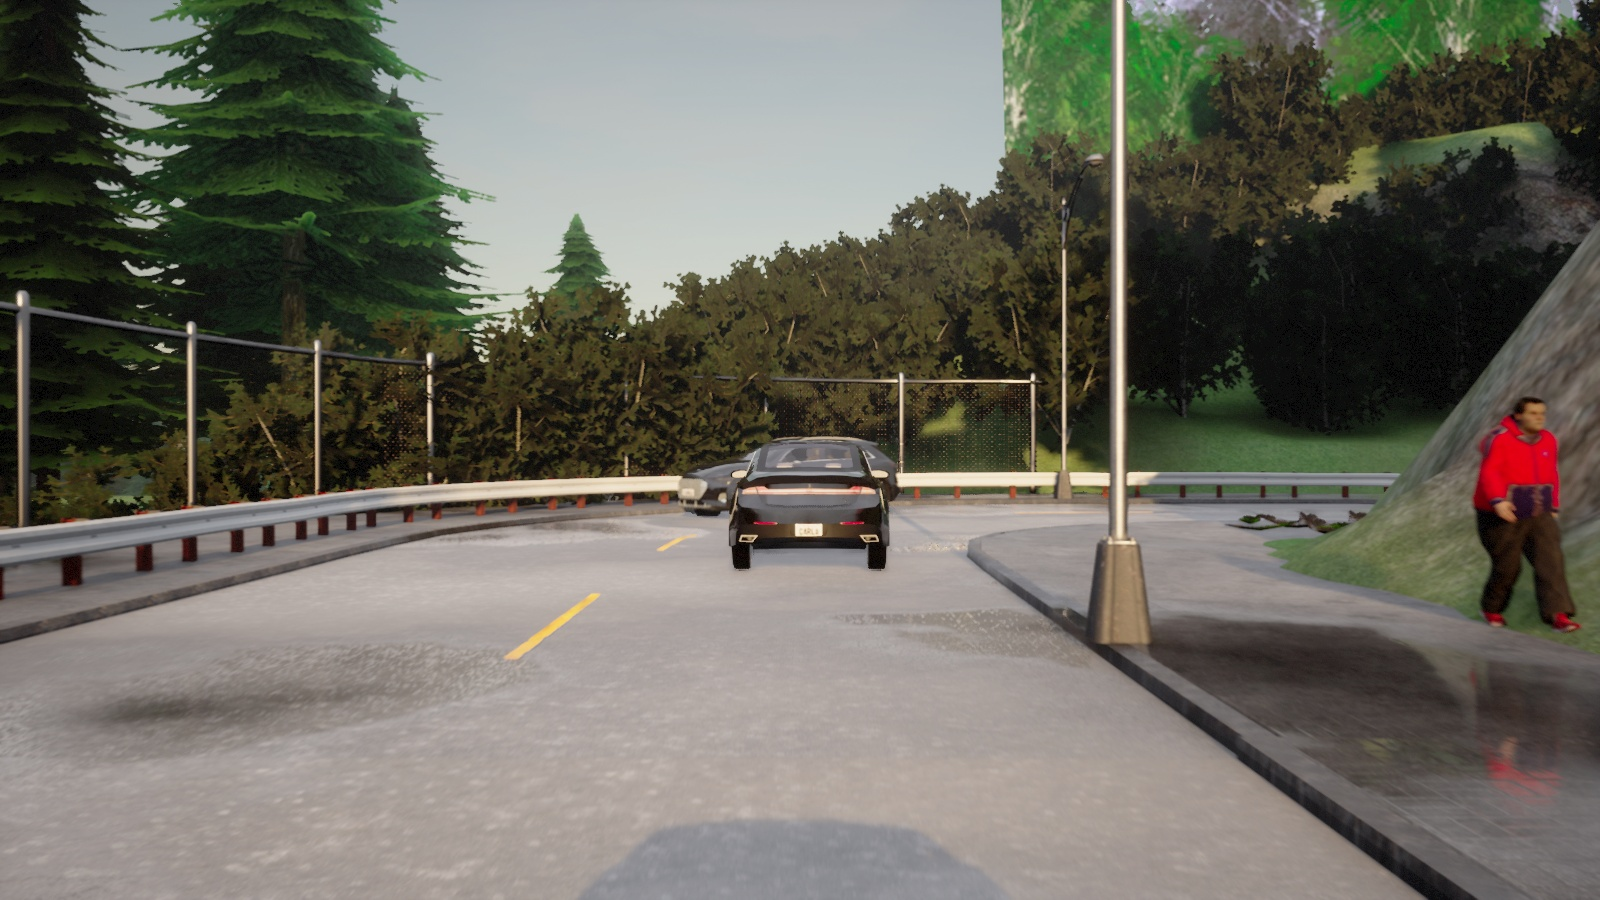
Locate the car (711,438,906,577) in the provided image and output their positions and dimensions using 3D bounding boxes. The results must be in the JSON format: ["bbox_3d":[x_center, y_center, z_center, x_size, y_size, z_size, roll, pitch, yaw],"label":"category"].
[{"bbox_3d":[0.128,0.612,16.140,2.128,1.511,4.902,0,0,1],"label":"car"}]

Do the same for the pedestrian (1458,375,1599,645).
[{"bbox_3d":[5.296,0.410,9.029,0.634,1.844,0.899,0,0,-1],"label":"pedestrian"}]

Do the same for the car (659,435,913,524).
[{"bbox_3d":[-0.224,0.535,25.439,4.856,1.649,2.033,0,0,-35],"label":"car"}]
